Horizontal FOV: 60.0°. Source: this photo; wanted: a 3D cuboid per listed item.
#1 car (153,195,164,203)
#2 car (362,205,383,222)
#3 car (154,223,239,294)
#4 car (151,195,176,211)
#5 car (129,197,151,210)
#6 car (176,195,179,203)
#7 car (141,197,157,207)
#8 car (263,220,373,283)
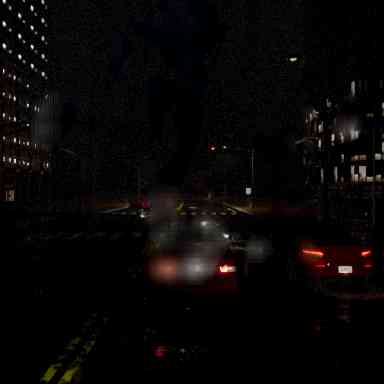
[{"bbox_3d":[-6.719,1.419,66.753,1.837,1.490,4.892,0,0,0],"label":"car"},{"bbox_3d":[16.065,1.617,26.841,4.181,1.385,1.994,0,0,1],"label":"car"},{"bbox_3d":[0.081,1.544,8.951,2.033,1.411,5.357,0,0,0],"label":"car"},{"bbox_3d":[-3.430,1.318,40.700,2.097,1.767,4.553,0,0,0],"label":"car"},{"bbox_3d":[-6.687,1.441,42.319,1.882,1.535,5.008,0,0,0],"label":"car"},{"bbox_3d":[-3.451,1.451,51.402,1.837,1.490,4.892,0,0,0],"label":"car"},{"bbox_3d":[-6.706,1.470,52.239,1.812,1.442,4.674,0,0,0],"label":"car"},{"bbox_3d":[3.330,1.522,9.537,1.812,1.442,4.674,0,0,0],"label":"car"}]
